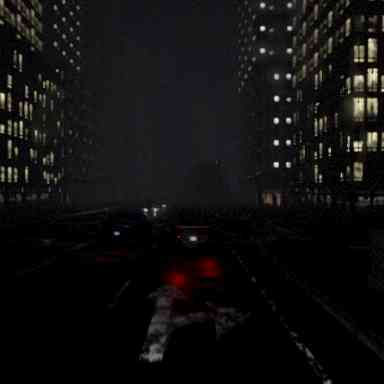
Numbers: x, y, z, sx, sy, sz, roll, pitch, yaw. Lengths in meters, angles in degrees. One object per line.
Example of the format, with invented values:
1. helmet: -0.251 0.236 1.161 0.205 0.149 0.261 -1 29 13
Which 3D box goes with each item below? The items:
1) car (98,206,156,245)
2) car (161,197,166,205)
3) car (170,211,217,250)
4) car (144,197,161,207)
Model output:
1. car: -3.164 1.657 16.528 1.882 1.535 5.008 1 -1 0
2. car: -6.521 1.929 69.838 1.837 1.490 4.892 0 0 0
3. car: 0.061 1.630 14.993 2.128 1.511 4.902 -1 -2 0
4. car: -6.589 1.838 54.268 1.837 1.490 4.892 0 0 0
